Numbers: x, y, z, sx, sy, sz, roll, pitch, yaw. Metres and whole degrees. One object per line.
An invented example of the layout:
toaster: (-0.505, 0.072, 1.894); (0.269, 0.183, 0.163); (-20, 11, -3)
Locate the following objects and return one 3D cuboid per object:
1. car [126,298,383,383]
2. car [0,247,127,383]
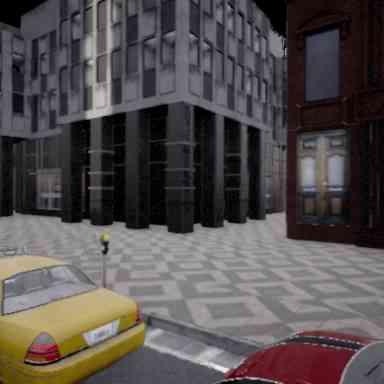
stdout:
car: (1.854, 1.442, 1.638); (4.097, 1.590, 1.967); (0, 0, 36)
car: (-2.872, 1.513, 5.012); (4.829, 1.417, 1.752); (0, 0, 36)
